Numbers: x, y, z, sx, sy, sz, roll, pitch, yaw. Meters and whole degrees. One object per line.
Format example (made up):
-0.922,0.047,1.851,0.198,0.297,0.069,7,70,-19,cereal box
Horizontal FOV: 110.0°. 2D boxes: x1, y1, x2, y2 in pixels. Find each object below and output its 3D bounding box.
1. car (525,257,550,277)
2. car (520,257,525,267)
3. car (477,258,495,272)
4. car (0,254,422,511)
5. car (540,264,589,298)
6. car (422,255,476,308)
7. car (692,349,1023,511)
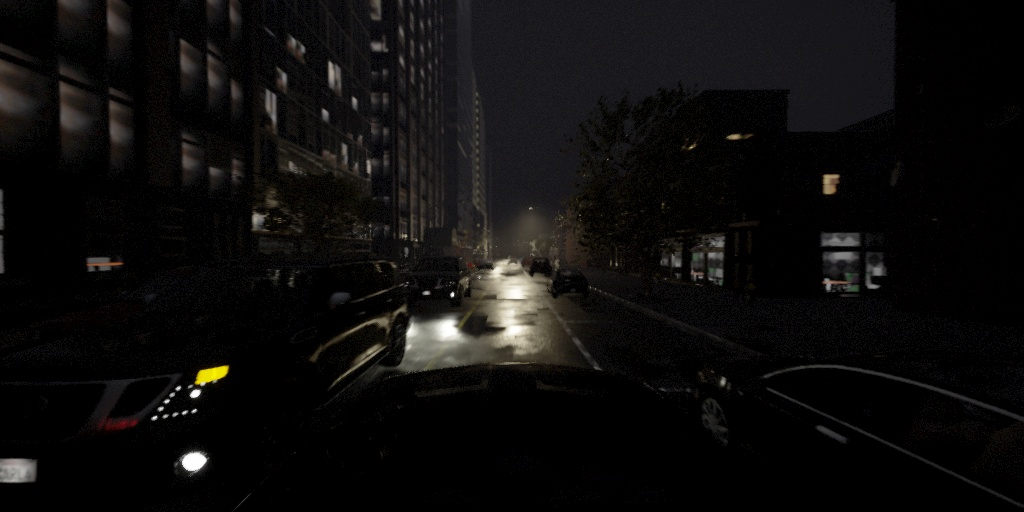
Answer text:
2.738,1.043,35.436,2.192,1.841,5.009,0,0,0,car
2.777,1.037,63.109,2.192,1.841,5.009,0,0,0,car
-2.949,0.953,41.846,2.033,1.411,5.357,0,0,0,car
-3.103,0.988,5.002,2.150,2.045,5.566,0,0,0,car
2.724,1.282,18.097,2.007,1.370,4.403,0,0,0,car
-3.071,0.989,15.698,2.150,2.045,5.566,0,0,0,car
2.820,1.284,2.229,2.007,1.370,4.403,0,0,0,car
